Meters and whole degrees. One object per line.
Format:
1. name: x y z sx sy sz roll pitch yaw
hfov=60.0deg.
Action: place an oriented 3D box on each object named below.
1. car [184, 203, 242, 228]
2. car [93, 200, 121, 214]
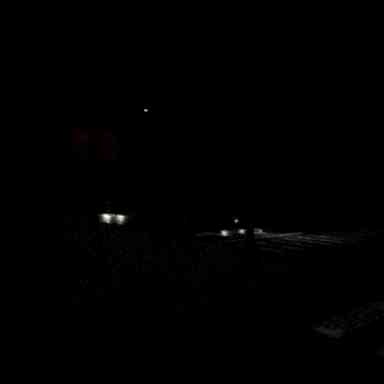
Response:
1. car: 1.333 1.545 22.703 2.128 1.511 4.902 0 0 -36
2. car: -9.783 1.607 38.176 1.882 1.535 5.008 0 0 -36
